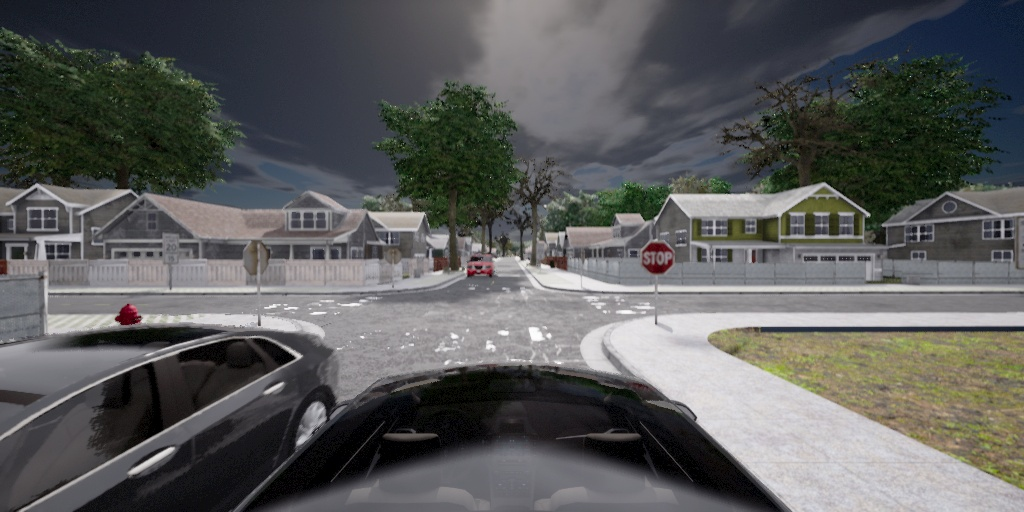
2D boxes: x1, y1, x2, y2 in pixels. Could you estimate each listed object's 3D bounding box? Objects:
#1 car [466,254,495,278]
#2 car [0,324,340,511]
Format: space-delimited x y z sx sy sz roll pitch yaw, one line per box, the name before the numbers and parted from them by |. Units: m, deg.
car | -2.733 0.877 32.165 2.150 2.045 5.566 0 0 0
car | -2.750 1.289 1.928 1.837 1.490 4.892 0 0 0
